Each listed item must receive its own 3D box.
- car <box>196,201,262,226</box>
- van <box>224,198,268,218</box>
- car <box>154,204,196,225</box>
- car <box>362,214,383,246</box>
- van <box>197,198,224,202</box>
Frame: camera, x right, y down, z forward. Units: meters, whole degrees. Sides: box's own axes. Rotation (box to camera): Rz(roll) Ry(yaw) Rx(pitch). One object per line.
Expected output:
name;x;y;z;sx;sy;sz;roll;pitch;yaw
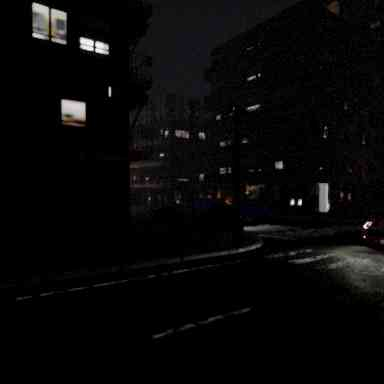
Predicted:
car;2.652;1.677;25.042;1.812;1.442;4.674;-1;0;-37
van;5.247;1.487;31.240;1.690;1.788;3.998;-2;0;-36
car;-1.490;1.802;26.321;1.802;1.307;4.206;-2;0;-36
car;9.222;1.328;14.152;4.553;1.767;2.097;-1;0;-36
van;1.930;1.561;35.755;1.690;1.788;3.998;-2;0;-36
